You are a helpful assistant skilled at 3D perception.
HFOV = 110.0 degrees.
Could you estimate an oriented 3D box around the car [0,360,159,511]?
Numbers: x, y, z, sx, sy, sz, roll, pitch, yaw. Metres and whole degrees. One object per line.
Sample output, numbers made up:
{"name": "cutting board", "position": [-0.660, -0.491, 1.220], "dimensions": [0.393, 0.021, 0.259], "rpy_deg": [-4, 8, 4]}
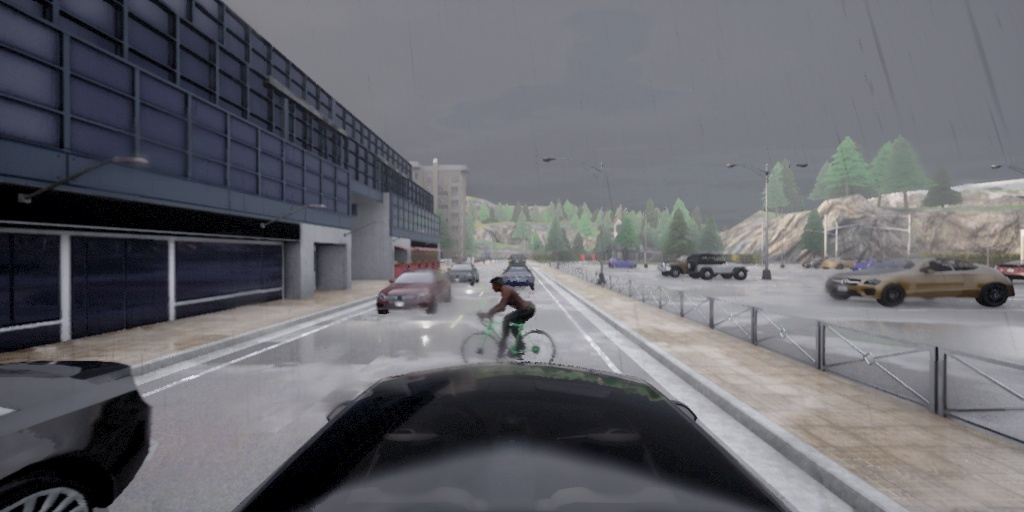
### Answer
{"name": "car", "position": [-3.637, 1.246, 0.613], "dimensions": [2.128, 1.511, 4.902], "rpy_deg": [0, 0, 1]}

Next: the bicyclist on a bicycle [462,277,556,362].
{"name": "bicyclist on a bicycle", "position": [-0.071, 1.179, 6.209], "dimensions": [1.656, 1.620, 0.582], "rpy_deg": [-2, 0, 1]}

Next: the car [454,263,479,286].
{"name": "car", "position": [-3.295, 1.180, 24.225], "dimensions": [1.812, 1.442, 4.674], "rpy_deg": [0, 0, 1]}

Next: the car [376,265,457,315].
{"name": "car", "position": [-3.457, 1.226, 13.475], "dimensions": [1.812, 1.442, 4.674], "rpy_deg": [0, 0, 1]}

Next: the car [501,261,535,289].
{"name": "car", "position": [0.354, 1.227, 22.062], "dimensions": [1.994, 1.385, 4.181], "rpy_deg": [0, 0, 1]}

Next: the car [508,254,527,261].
{"name": "car", "position": [0.652, 0.785, 44.340], "dimensions": [2.150, 2.045, 5.566], "rpy_deg": [0, 0, 1]}
